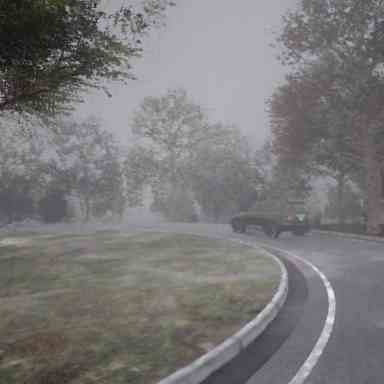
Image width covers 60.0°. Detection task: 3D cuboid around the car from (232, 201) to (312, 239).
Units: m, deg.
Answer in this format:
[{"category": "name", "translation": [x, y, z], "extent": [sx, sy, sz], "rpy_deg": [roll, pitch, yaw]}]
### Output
[{"category": "car", "translation": [4.625, 1.583, 20.058], "extent": [2.150, 2.045, 5.566], "rpy_deg": [0, -2, -26]}]
